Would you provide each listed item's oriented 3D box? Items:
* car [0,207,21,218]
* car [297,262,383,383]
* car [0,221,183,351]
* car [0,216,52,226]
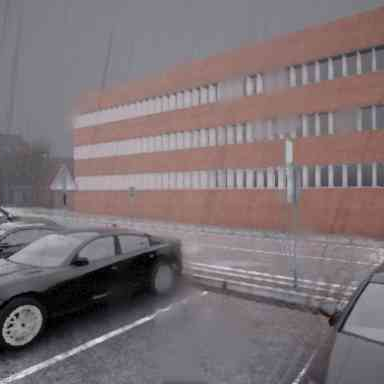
[{"bbox_3d":[-6.778,1.198,9.865,2.435,2.045,5.566,0,0,36],"label":"car"},{"bbox_3d":[2.407,1.521,3.279,2.002,1.452,4.674,0,0,36],"label":"car"},{"bbox_3d":[-2.191,1.467,6.563,2.097,1.535,5.008,0,0,36],"label":"car"},{"bbox_3d":[-4.494,1.499,8.203,2.002,1.452,4.674,0,0,36],"label":"car"}]
